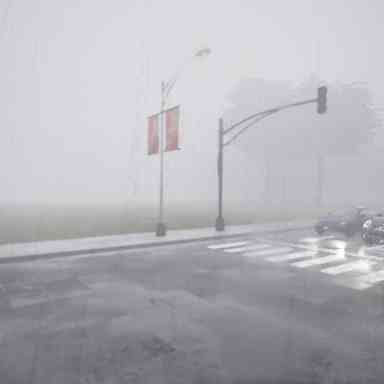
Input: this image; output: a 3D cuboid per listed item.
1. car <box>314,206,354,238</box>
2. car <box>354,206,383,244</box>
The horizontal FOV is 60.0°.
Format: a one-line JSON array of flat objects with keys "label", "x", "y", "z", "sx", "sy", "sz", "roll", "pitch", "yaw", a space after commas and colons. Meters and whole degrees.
[{"label": "car", "x": 8.526, "y": 1.504, "z": 17.735, "sx": 4.674, "sy": 1.442, "sz": 1.812, "roll": 0, "pitch": 0, "yaw": -35}, {"label": "car", "x": 9.300, "y": 1.331, "z": 14.305, "sx": 4.553, "sy": 1.767, "sz": 2.097, "roll": 0, "pitch": 0, "yaw": -35}]
